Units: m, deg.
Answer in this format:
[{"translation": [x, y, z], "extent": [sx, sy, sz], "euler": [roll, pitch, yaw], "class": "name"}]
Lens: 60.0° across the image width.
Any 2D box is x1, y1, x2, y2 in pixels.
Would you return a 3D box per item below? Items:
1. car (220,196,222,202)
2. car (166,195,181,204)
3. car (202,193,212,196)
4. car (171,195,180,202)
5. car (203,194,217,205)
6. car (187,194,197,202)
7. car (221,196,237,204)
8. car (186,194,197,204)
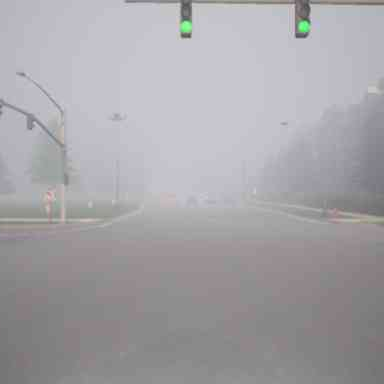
[{"translation": [6.967, 1.455, 71.039], "extent": [2.033, 1.411, 5.357], "euler": [0, 0, 0], "class": "car"}, {"translation": [-3.528, 1.348, 61.003], "extent": [2.097, 1.767, 4.553], "euler": [0, 0, 0], "class": "car"}, {"translation": [3.467, 1.140, 71.067], "extent": [2.150, 2.045, 5.566], "euler": [0, 0, 0], "class": "car"}, {"translation": [-3.533, 1.440, 71.034], "extent": [1.812, 1.442, 4.674], "euler": [0, 0, 0], "class": "car"}, {"translation": [3.472, 1.559, 61.037], "extent": [1.994, 1.385, 4.181], "euler": [0, 0, 0], "class": "car"}, {"translation": [-0.033, 1.271, 71.005], "extent": [2.097, 1.767, 4.553], "euler": [0, 0, 0], "class": "car"}, {"translation": [6.972, 1.596, 61.068], "extent": [1.895, 1.301, 4.718], "euler": [0, 0, 0], "class": "car"}, {"translation": [-0.028, 1.559, 61.001], "extent": [1.994, 1.385, 4.181], "euler": [0, 0, 0], "class": "car"}]
